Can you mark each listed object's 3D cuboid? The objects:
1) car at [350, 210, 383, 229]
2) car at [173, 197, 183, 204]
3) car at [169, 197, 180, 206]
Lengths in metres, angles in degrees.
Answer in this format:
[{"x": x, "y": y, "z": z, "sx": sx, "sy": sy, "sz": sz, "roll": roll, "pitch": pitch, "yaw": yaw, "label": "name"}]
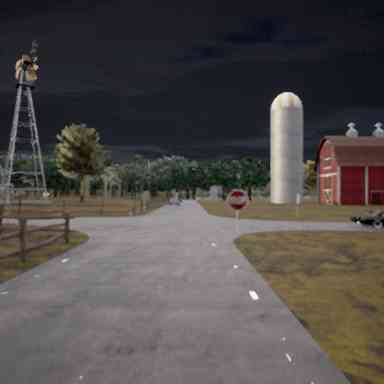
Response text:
[{"x": 13.850, "y": 1.902, "z": 23.292, "sx": 4.718, "sy": 1.301, "sz": 1.895, "roll": 1, "pitch": 0, "yaw": 0, "label": "car"}, {"x": -3.094, "y": 1.889, "z": 74.418, "sx": 2.033, "sy": 1.411, "sz": 5.357, "roll": 0, "pitch": -1, "yaw": 0, "label": "car"}, {"x": -3.067, "y": 1.722, "z": 59.107, "sx": 1.837, "sy": 1.490, "sz": 4.892, "roll": 0, "pitch": 0, "yaw": 0, "label": "car"}]
